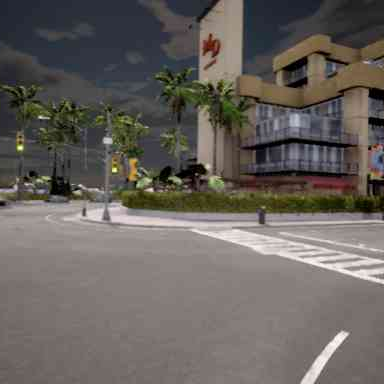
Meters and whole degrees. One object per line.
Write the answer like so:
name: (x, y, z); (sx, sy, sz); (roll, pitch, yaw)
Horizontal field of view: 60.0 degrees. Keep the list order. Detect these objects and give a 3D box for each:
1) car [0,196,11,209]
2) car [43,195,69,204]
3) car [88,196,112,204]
car: (-21.782, 1.122, 36.294); (2.128, 1.511, 4.902); (1, 0, 0)
car: (-21.957, 1.222, 53.974); (1.994, 1.385, 4.181); (1, 0, 22)
car: (-16.031, 1.346, 58.126); (1.994, 1.385, 4.181); (1, 0, 29)
